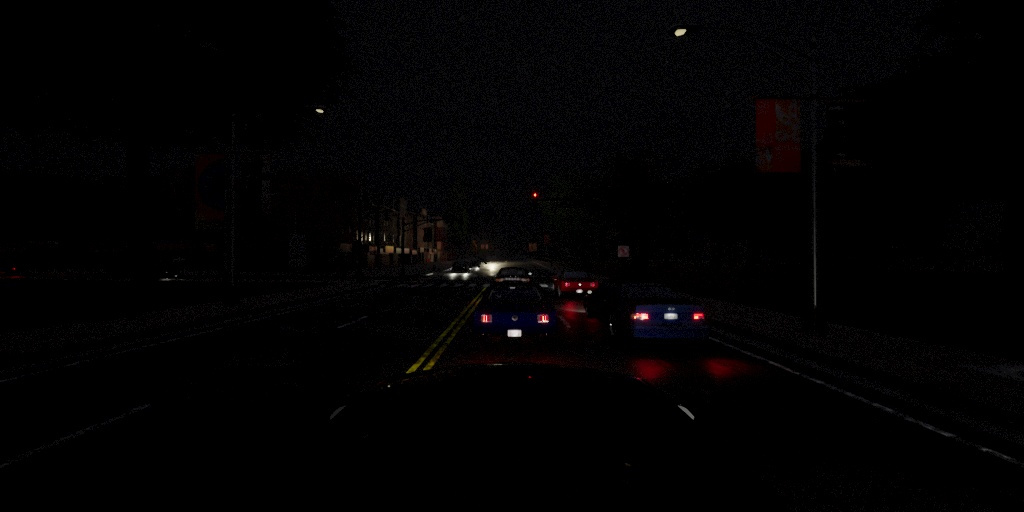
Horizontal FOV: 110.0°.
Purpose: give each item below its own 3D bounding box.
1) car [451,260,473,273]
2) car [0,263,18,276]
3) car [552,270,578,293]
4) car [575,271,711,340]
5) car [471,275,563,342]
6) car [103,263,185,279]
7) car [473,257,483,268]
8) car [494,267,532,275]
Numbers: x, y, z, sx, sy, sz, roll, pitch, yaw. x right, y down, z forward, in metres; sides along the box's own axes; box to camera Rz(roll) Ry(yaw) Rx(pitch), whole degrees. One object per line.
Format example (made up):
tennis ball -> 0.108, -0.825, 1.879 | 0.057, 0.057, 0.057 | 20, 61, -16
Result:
car -> -6.616, 1.332, 46.442 | 1.882, 1.535, 5.008 | 0, 0, 0
car -> -49.244, 1.240, 33.197 | 4.718, 1.301, 1.895 | 0, 0, 1
car -> 3.295, 1.439, 19.644 | 1.895, 1.301, 4.718 | 0, 0, 0
car -> 3.328, 1.321, 10.000 | 2.033, 1.411, 5.357 | 0, 0, 0
car -> 0.078, 1.374, 9.875 | 1.895, 1.301, 4.718 | 0, 0, 0
car -> -31.041, 1.277, 30.290 | 5.357, 1.411, 2.033 | 0, 0, 0
car -> -6.597, 1.298, 61.870 | 1.994, 1.385, 4.181 | 0, 0, 0
car -> 0.044, 1.313, 19.216 | 1.882, 1.535, 5.008 | 0, 0, 0
